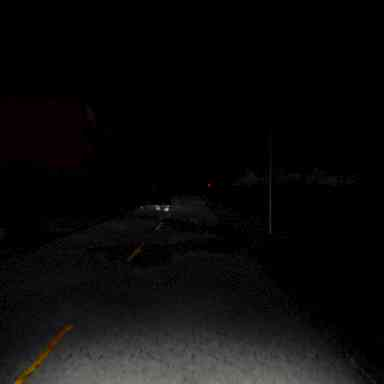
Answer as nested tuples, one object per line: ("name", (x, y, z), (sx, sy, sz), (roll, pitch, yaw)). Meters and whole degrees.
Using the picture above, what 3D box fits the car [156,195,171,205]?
("car", (-3.956, 1.121, 47.703), (2.033, 1.411, 5.357), (0, 0, 0))
